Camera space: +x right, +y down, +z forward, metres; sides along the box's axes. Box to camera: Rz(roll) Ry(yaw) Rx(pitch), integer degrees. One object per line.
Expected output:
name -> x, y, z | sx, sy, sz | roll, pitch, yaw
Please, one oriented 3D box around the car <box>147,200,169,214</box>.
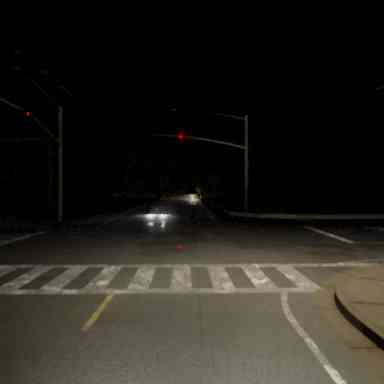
car -> -3.492, 1.529, 34.713 | 1.994, 1.385, 4.181 | 0, 0, 0
